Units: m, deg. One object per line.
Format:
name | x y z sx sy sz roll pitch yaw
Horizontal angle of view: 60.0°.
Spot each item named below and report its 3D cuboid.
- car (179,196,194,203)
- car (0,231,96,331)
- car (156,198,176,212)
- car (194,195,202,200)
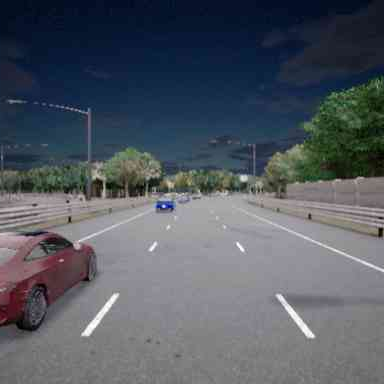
car | -1.385 1.392 65.278 2.033 1.411 5.357 0 0 5
car | -3.393 1.506 6.709 1.812 1.442 4.674 0 0 1
car | -2.936 1.380 38.147 1.882 1.535 5.008 0 0 2
car | 1.490 1.386 88.909 1.895 1.301 4.718 0 0 9
